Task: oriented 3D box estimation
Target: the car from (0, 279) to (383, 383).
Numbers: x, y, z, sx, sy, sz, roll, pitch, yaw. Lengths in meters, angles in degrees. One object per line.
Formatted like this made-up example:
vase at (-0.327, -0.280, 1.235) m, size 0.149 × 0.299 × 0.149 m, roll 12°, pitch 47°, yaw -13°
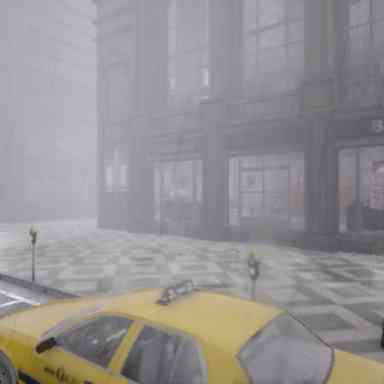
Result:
car at (-0.340, 1.530, 3.207) m, size 4.829 × 1.417 × 1.752 m, roll 0°, pitch 0°, yaw 36°
